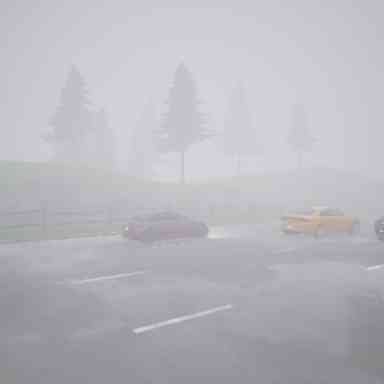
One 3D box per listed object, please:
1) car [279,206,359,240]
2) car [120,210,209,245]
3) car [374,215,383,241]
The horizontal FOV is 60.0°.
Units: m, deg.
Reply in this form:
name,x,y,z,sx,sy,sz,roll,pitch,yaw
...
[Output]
name,x,y,z,sx,sy,sz,roll,pitch,yaw
car,6.687,1.480,17.206,5.008,1.535,1.882,0,0,-35
car,-1.238,1.566,15.762,4.181,1.385,1.994,0,0,-36
car,10.428,1.509,15.549,4.892,1.490,1.837,0,0,-35
